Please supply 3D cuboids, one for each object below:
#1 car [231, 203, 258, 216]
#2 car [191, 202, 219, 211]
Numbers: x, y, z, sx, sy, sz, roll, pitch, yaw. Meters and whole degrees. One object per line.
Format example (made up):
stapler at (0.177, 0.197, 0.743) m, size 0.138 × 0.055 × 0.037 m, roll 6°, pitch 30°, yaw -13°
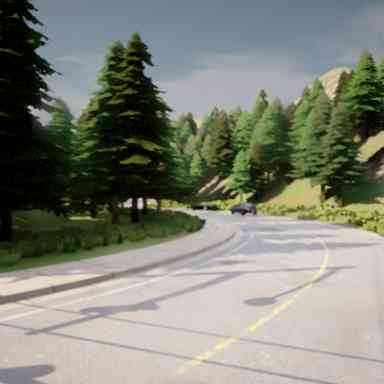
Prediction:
car at (6.255, 2.025, 39.789) m, size 1.812 × 1.442 × 4.674 m, roll 1°, pitch -1°, yaw -16°
car at (1.818, 2.176, 49.108) m, size 1.895 × 1.301 × 4.718 m, roll 1°, pitch -1°, yaw -36°
